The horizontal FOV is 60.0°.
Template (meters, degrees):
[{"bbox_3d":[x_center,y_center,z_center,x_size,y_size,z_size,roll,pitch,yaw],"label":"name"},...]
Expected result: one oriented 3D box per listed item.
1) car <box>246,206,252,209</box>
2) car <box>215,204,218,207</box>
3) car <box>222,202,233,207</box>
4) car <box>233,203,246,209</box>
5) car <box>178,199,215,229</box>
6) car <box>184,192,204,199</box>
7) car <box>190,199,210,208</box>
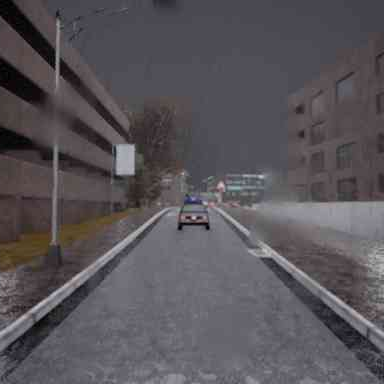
[{"bbox_3d":[13.661,4.322,88.042,1.946,1.575,5.366,7,-5,-30],"label":"car"},{"bbox_3d":[4.858,3.342,86.298,2.185,1.767,4.553,5,-4,-31],"label":"car"},{"bbox_3d":[7.830,3.599,86.794,2.185,1.767,4.553,7,-5,-30],"label":"car"},{"bbox_3d":[10.827,3.775,87.351,2.435,2.045,5.566,8,-5,-30],"label":"car"},{"bbox_3d":[0.100,1.390,20.392,2.033,1.411,5.357,0,1,0],"label":"car"},{"bbox_3d":[0.194,1.024,40.358,2.150,2.045,5.566,0,-1,1],"label":"car"},{"bbox_3d":[1.978,3.042,85.713,2.435,2.045,5.566,2,-4,-30],"label":"car"}]
